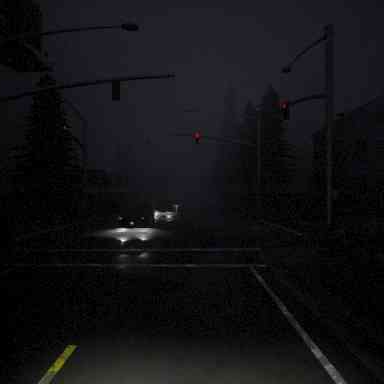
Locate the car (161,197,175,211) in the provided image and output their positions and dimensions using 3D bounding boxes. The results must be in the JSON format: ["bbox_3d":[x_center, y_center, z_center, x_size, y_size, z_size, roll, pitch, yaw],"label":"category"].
[{"bbox_3d":[-3.544,1.598,41.171,1.895,1.301,4.718,0,0,0],"label":"car"}]

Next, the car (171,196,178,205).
[{"bbox_3d":[-3.425,1.557,59.441,1.837,1.490,4.892,0,0,0],"label":"car"}]

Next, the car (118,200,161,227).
[{"bbox_3d":[-3.598,1.480,22.538,2.033,1.411,5.357,-1,0,0],"label":"car"}]
